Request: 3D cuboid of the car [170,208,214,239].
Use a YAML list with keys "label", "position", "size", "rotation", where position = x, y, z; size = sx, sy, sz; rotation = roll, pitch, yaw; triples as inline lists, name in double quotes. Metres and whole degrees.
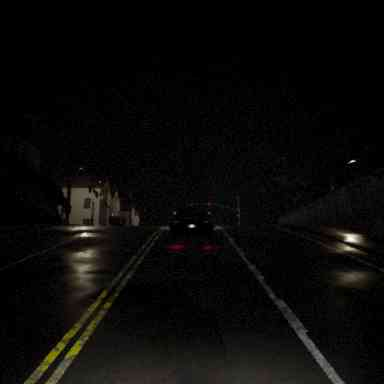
- label: "car"
  position: [-0.008, 1.450, 16.361]
  size: [1.994, 1.385, 4.181]
  rotation: [0, 0, 0]
